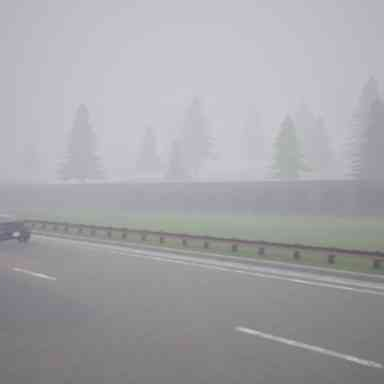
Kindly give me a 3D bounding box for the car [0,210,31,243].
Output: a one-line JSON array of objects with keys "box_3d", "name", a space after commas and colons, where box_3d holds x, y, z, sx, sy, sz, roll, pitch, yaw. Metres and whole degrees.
[{"box_3d": [-8.912, 1.508, 14.638, 4.674, 1.442, 1.812, 0, 0, 35], "name": "car"}]
